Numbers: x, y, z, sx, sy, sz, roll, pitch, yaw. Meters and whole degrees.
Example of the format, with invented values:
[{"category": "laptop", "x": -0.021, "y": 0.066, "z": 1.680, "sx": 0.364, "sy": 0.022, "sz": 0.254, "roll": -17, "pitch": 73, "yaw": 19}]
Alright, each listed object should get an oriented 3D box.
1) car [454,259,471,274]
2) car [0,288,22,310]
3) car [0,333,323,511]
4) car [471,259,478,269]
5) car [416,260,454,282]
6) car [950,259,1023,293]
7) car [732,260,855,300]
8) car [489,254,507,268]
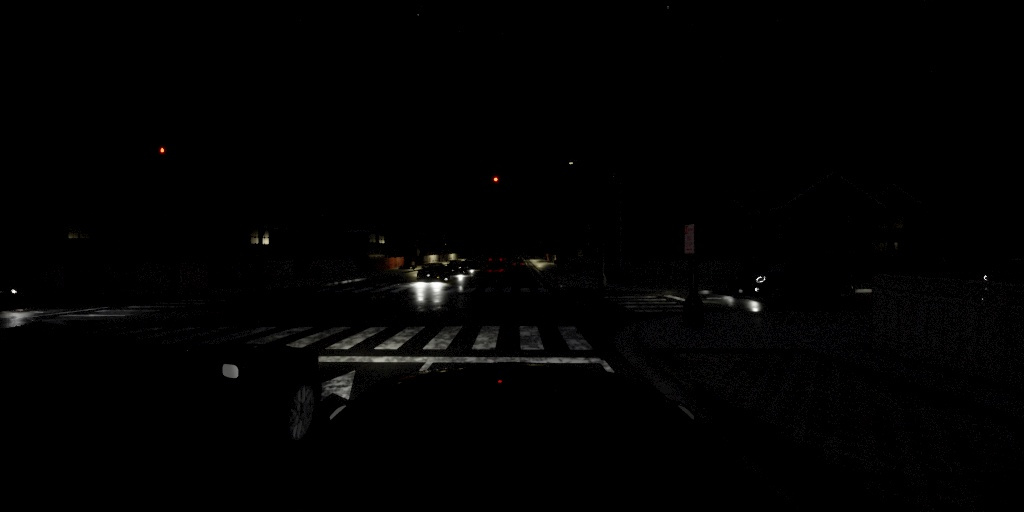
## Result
[{"category": "car", "x": -5.975, "y": 1.165, "z": 38.763, "sx": 1.812, "sy": 1.442, "sz": 4.674, "roll": 0, "pitch": 0, "yaw": 1}, {"category": "car", "x": -21.971, "y": 1.512, "z": 13.659, "sx": 4.718, "sy": 1.301, "sz": 1.895, "roll": 0, "pitch": 0, "yaw": 3}, {"category": "car", "x": -3.153, "y": 1.227, "z": 2.180, "sx": 1.882, "sy": 1.535, "sz": 5.008, "roll": 0, "pitch": 0, "yaw": 1}, {"category": "car", "x": -5.781, "y": 1.060, "z": 49.407, "sx": 2.033, "sy": 1.411, "sz": 5.357, "roll": 0, "pitch": 1, "yaw": 2}, {"category": "car", "x": -6.144, "y": 1.250, "z": 28.471, "sx": 1.994, "sy": 1.385, "sz": 4.181, "roll": 0, "pitch": 0, "yaw": 1}, {"category": "car", "x": 22.716, "y": 0.914, "z": 16.446, "sx": 4.553, "sy": 1.767, "sz": 2.097, "roll": 0, "pitch": 0, "yaw": 0}, {"category": "car", "x": 12.642, "y": 0.994, "z": 16.342, "sx": 4.553, "sy": 1.767, "sz": 2.097, "roll": 0, "pitch": 0, "yaw": -1}, {"category": "car", "x": -2.271, "y": 0.657, "z": 53.824, "sx": 2.150, "sy": 2.045, "sz": 5.566, "roll": 0, "pitch": 1, "yaw": 1}]
